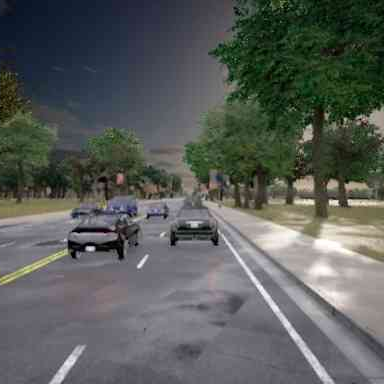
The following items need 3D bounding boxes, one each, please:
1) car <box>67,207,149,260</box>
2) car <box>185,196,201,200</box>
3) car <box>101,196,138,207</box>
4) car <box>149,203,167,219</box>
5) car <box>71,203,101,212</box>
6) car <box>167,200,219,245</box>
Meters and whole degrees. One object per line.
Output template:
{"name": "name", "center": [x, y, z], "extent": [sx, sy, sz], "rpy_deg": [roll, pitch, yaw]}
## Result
{"name": "car", "center": [-3.144, 1.553, 12.715], "extent": [2.128, 1.511, 4.902], "rpy_deg": [0, 0, 0]}
{"name": "car", "center": [0.114, 1.447, 38.233], "extent": [2.150, 2.045, 5.566], "rpy_deg": [0, -1, 0]}
{"name": "car", "center": [-6.489, 1.383, 31.337], "extent": [2.150, 2.045, 5.566], "rpy_deg": [0, -1, 0]}
{"name": "car", "center": [-3.139, 1.719, 31.357], "extent": [2.033, 1.411, 5.357], "rpy_deg": [0, 0, 0]}
{"name": "car", "center": [-9.738, 1.733, 31.444], "extent": [2.033, 1.411, 5.357], "rpy_deg": [0, 0, 0]}
{"name": "car", "center": [0.106, 1.431, 16.068], "extent": [2.097, 1.767, 4.553], "rpy_deg": [0, 0, 0]}
